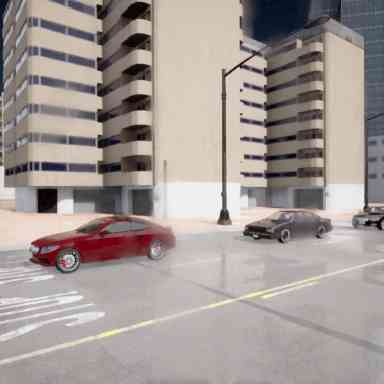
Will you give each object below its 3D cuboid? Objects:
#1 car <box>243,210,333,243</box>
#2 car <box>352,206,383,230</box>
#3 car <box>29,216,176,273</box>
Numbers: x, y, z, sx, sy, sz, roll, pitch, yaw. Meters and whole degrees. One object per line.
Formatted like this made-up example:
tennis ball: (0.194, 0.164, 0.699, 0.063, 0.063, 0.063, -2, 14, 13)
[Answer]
car: (4.972, 1.636, 16.681, 5.357, 1.411, 2.033, 1, -1, -38)
car: (12.770, 1.726, 22.670, 4.902, 1.511, 2.128, 1, -1, -38)
car: (-2.687, 1.529, 10.779, 4.674, 1.442, 1.812, 0, 0, -38)
